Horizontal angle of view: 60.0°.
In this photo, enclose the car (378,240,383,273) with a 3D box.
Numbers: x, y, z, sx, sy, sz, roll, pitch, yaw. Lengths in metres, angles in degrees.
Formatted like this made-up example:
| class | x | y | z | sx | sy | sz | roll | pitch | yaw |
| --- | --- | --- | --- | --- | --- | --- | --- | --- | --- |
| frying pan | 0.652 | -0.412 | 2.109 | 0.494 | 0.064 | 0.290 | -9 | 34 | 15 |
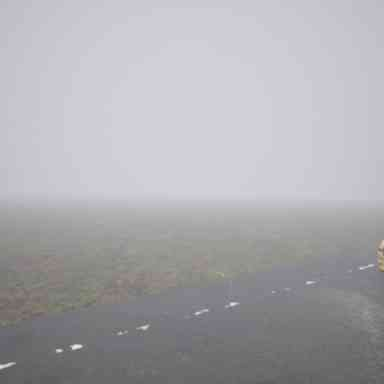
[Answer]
| class | x | y | z | sx | sy | sz | roll | pitch | yaw |
| --- | --- | --- | --- | --- | --- | --- | --- | --- | --- |
| car | 7.059 | 1.437 | 9.261 | 5.008 | 1.535 | 1.882 | 0 | 0 | -37 |
